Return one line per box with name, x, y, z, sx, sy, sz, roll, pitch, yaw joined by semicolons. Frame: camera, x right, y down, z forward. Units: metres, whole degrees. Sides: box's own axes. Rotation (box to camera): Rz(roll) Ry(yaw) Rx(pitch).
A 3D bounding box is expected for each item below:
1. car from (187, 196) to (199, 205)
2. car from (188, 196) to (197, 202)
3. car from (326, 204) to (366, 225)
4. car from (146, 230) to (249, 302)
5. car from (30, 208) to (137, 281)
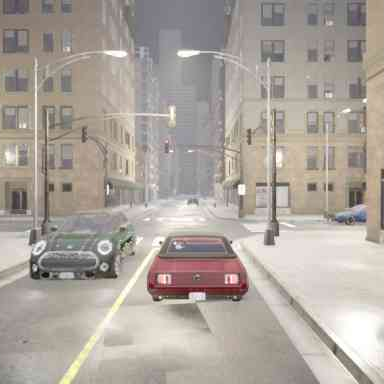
car;0.180;1.514;58.765;1.812;1.442;4.674;0;-1;0
car;0.109;1.567;75.151;1.895;1.301;4.718;0;0;0
car;12.201;1.512;22.827;5.357;1.411;2.033;0;0;3
car;0.094;1.601;8.238;1.895;1.301;4.718;0;0;0
car;-2.967;1.352;9.984;2.097;1.767;4.553;0;0;-2
